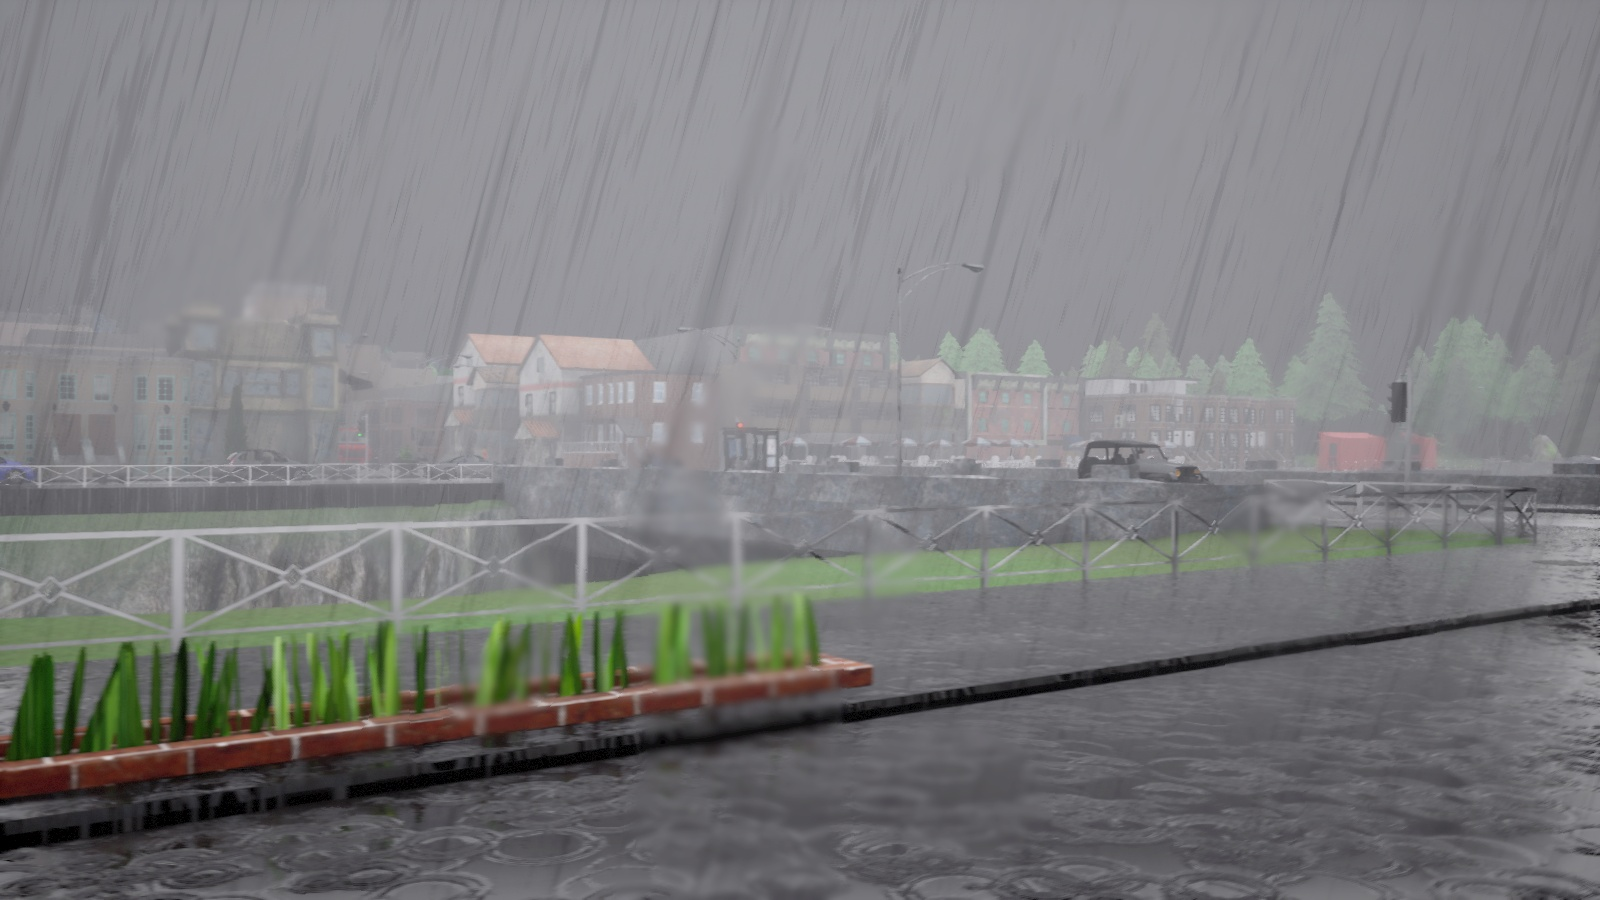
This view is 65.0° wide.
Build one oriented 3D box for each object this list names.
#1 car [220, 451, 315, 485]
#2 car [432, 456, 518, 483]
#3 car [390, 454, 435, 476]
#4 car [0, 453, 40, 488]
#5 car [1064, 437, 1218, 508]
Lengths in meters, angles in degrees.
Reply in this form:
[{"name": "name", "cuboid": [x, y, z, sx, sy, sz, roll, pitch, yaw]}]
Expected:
[{"name": "car", "cuboid": [-26.013, 0.848, 61.366, 3.988, 1.617, 1.851, 0, 0, -35]}, {"name": "car", "cuboid": [-17.245, 1.008, 66.615, 4.181, 1.385, 1.994, 0, 0, -21]}, {"name": "car", "cuboid": [-27.352, 1.033, 88.502, 1.816, 1.474, 4.193, 0, 0, -35]}, {"name": "car", "cuboid": [-35.751, 0.901, 54.583, 4.514, 1.525, 2.007, 0, 0, -35]}, {"name": "car", "cuboid": [9.571, 0.607, 35.512, 1.905, 1.878, 3.866, 0, 0, -35]}]
